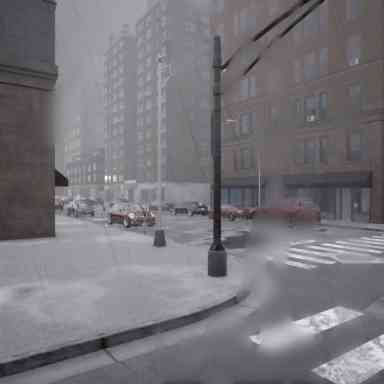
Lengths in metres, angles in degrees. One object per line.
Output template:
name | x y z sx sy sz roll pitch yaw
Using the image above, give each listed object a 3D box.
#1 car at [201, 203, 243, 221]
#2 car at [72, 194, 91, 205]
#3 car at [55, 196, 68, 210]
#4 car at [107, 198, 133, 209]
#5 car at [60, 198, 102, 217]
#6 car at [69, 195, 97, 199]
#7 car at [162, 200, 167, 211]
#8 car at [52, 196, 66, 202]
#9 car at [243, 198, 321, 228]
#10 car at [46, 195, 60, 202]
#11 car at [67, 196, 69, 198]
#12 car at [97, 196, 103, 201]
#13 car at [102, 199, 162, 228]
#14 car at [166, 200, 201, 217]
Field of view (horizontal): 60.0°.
car | 2.947 1.571 26.738 1.802 1.307 4.206 0 0 -35
car | -19.891 1.298 59.684 2.097 1.767 4.553 0 0 -35
car | -16.721 1.512 39.899 1.887 1.381 4.507 0 0 -35
car | -9.756 1.532 44.816 1.947 1.339 4.313 0 0 -35
car | -10.368 1.530 30.857 2.008 1.369 4.403 0 0 -35
car | -16.156 1.436 49.117 1.882 1.535 5.008 0 0 -35
car | -3.405 1.529 35.778 2.008 1.369 4.403 0 0 -35
car | -28.809 1.478 71.933 2.008 1.369 4.403 0 0 -35
car | 6.122 1.309 22.218 2.192 1.841 5.009 0 0 -35
car | -31.985 1.471 76.453 2.008 1.369 4.403 0 0 -35
car | -21.523 1.473 56.760 1.812 1.442 4.674 0 0 -35
car | -15.857 1.457 53.999 1.837 1.490 4.892 0 0 -35
car | -4.015 1.430 21.815 1.967 1.590 4.097 0 0 -35
car | -0.229 1.550 31.257 1.947 1.339 4.313 0 0 -35
